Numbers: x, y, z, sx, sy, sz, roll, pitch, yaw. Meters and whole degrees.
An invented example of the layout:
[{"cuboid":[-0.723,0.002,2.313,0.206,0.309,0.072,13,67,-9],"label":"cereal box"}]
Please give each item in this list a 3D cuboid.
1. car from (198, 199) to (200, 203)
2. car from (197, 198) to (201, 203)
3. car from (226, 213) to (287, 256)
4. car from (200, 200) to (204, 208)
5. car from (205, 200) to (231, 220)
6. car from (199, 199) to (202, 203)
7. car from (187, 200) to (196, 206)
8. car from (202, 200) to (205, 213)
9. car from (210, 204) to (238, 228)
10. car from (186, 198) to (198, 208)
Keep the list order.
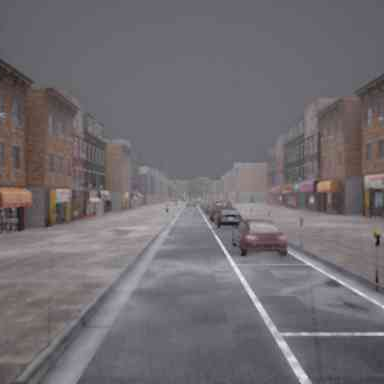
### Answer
[{"cuboid":[2.503,2.303,57.146,1.802,1.307,4.206,0,-1,0],"label":"car"},{"cuboid":[2.489,2.243,62.613,1.967,1.590,4.097,0,-1,0],"label":"car"},{"cuboid":[2.607,1.726,13.414,1.802,1.307,4.206,0,-1,0],"label":"car"},{"cuboid":[2.529,2.129,46.213,1.947,1.339,4.313,0,-1,0],"label":"car"},{"cuboid":[2.567,1.657,29.816,2.192,1.841,5.009,0,-1,0],"label":"car"},{"cuboid":[2.515,2.169,51.850,1.752,1.417,4.829,0,-1,0],"label":"car"},{"cuboid":[-0.179,2.558,78.009,2.033,1.411,5.357,0,-1,0],"label":"car"},{"cuboid":[2.542,2.031,40.747,1.887,1.381,4.507,0,-1,0],"label":"car"},{"cuboid":[2.581,1.839,24.347,1.947,1.339,4.313,0,-1,0],"label":"car"},{"cuboid":[-0.156,2.447,68.172,1.994,1.385,4.181,0,-1,0],"label":"car"}]
